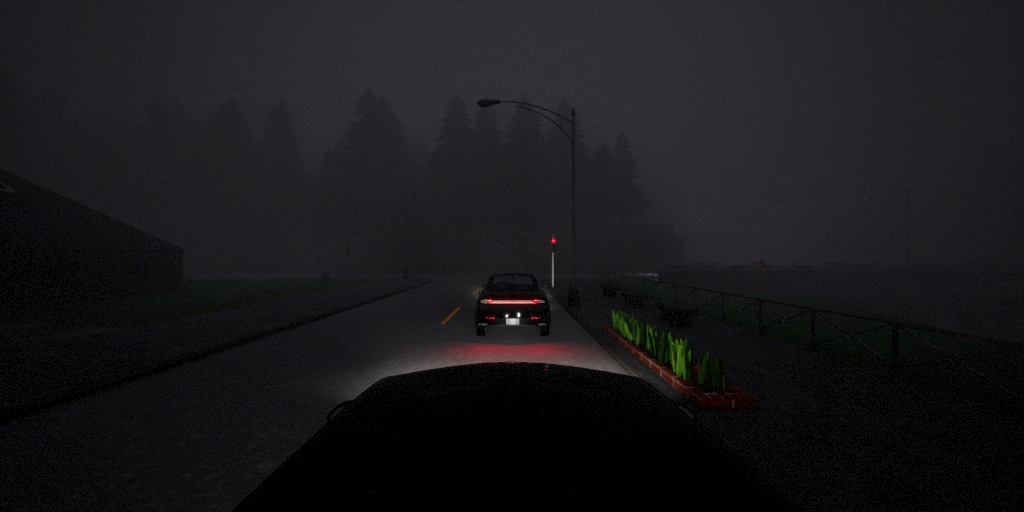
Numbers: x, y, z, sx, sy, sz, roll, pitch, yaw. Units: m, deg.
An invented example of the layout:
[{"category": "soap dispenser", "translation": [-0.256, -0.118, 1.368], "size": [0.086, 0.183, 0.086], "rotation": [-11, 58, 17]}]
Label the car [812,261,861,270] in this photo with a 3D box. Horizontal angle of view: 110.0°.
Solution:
[{"category": "car", "translation": [34.795, 1.297, 38.747], "size": [5.357, 1.411, 2.033], "rotation": [0, 0, 0]}]

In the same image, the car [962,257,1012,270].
[{"category": "car", "translation": [50.442, 0.843, 38.611], "size": [5.008, 1.535, 1.882], "rotation": [0, 0, 0]}]

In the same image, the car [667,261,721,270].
[{"category": "car", "translation": [19.577, 1.297, 38.793], "size": [5.357, 1.411, 2.033], "rotation": [0, 0, 0]}]

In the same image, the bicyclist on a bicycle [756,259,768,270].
[{"category": "bicyclist on a bicycle", "translation": [21.220, 1.099, 30.390], "size": [0.582, 1.620, 1.656], "rotation": [0, 0, 0]}]

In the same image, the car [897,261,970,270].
[{"category": "car", "translation": [40.461, 1.351, 34.637], "size": [4.718, 1.301, 1.895], "rotation": [0, 0, 0]}]

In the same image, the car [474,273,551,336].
[{"category": "car", "translation": [0.022, 1.242, 10.375], "size": [2.128, 1.511, 4.902], "rotation": [0, 0, 0]}]
